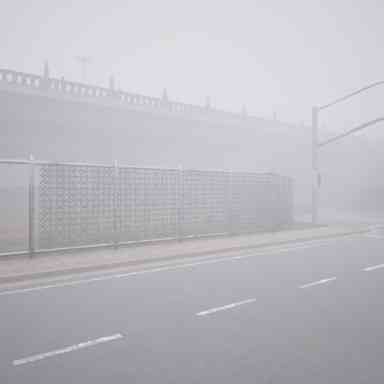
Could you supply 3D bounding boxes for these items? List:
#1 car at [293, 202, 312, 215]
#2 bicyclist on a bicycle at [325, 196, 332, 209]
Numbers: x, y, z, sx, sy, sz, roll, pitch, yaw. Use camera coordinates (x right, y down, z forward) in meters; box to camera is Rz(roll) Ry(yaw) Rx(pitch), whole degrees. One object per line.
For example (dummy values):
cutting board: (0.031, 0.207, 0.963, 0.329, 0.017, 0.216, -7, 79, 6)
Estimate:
car: (10.442, 1.656, 34.611, 1.895, 1.301, 4.718, 0, 0, -36)
bicyclist on a bicycle: (17.735, 1.356, 43.290, 1.656, 1.620, 0.582, 0, 0, -36)
